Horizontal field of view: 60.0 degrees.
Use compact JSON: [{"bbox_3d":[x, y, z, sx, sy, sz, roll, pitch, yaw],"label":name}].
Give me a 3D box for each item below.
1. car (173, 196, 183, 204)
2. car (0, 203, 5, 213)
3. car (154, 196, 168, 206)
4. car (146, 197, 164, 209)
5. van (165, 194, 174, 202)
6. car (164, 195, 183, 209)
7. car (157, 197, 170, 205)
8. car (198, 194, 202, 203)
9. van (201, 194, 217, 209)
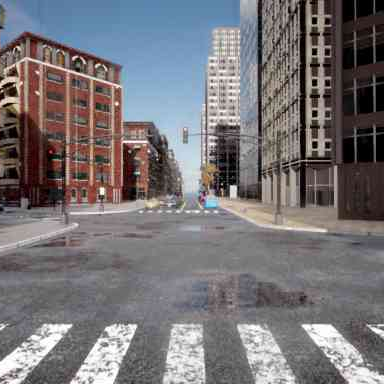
[{"bbox_3d":[-2.775,1.621,66.420,1.812,1.442,4.674,0,0,1],"label":"car"},{"bbox_3d":[-23.359,1.688,38.335,5.008,1.535,1.882,-1,-1,40],"label":"car"},{"bbox_3d":[-5.312,1.510,56.882,1.967,1.590,4.097,0,0,0],"label":"car"},{"bbox_3d":[-5.312,1.570,45.606,1.752,1.417,4.829,0,0,0],"label":"car"},{"bbox_3d":[-5.312,1.474,79.090,1.690,1.788,3.998,0,0,0],"label":"van"},{"bbox_3d":[-2.813,1.537,45.966,2.128,1.511,4.902,0,0,2],"label":"car"},{"bbox_3d":[-5.313,1.650,62.434,1.947,1.339,4.313,0,0,0],"label":"car"},{"bbox_3d":[2.567,1.644,67.985,1.887,1.381,4.507,0,0,0],"label":"car"},{"bbox_3d":[2.569,1.386,45.776,1.690,1.788,3.998,0,0,0],"label":"van"}]
